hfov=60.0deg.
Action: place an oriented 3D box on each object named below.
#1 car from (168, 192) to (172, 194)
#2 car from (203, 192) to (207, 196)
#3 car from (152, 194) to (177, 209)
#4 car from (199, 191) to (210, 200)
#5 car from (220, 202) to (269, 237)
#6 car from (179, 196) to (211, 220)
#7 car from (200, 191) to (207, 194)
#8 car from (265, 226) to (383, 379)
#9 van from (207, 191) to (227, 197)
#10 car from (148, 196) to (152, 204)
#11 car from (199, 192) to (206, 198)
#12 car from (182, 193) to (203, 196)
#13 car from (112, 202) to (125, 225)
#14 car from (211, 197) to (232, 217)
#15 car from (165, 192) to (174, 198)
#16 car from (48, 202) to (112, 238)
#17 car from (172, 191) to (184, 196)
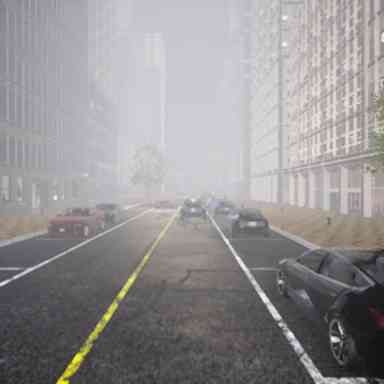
[{"bbox_3d":[-5.705,0.856,79.422,2.008,1.369,4.403,0,1,0],"label":"car"},{"bbox_3d":[2.685,1.111,39.567,1.967,1.590,4.097,0,1,0],"label":"car"},{"bbox_3d":[-3.102,1.247,38.082,1.994,1.385,4.181,0,0,0],"label":"car"},{"bbox_3d":[2.678,0.674,73.718,2.192,1.841,5.009,0,1,0],"label":"car"},{"bbox_3d":[2.689,1.429,16.799,1.947,1.339,4.313,0,0,0],"label":"car"},{"bbox_3d":[0.096,1.291,25.961,2.163,1.488,4.792,0,1,0],"label":"car"},{"bbox_3d":[2.681,0.780,62.333,2.192,1.841,5.009,0,1,0],"label":"car"},{"bbox_3d":[2.691,1.522,5.416,1.947,1.339,4.313,0,0,0],"label":"car"},{"bbox_3d":[2.686,1.061,33.875,1.690,1.788,3.998,0,0,0],"label":"van"},{"bbox_3d":[-5.699,1.096,50.790,1.752,1.417,4.829,0,1,0],"label":"car"},{"bbox_3d":[2.675,0.775,85.273,1.752,1.417,4.829,0,1,0],"label":"car"},{"bbox_3d":[0.087,1.218,41.469,1.994,1.385,4.181,0,1,0],"label":"car"},{"bbox_3d":[-5.693,1.383,22.498,1.947,1.339,4.313,0,0,0],"label":"car"},{"bbox_3d":[2.687,1.335,28.183,1.947,1.339,4.313,0,0,0],"label":"car"},{"bbox_3d":[-5.706,0.817,85.114,1.947,1.339,4.313,0,1,0],"label":"car"},{"bbox_3d":[-5.691,1.408,16.806,1.887,1.381,4.507,0,0,0],"label":"car"},{"bbox_3d":[-3.018,0.401,79.125,1.882,1.535,5.008,0,1,0],"label":"car"}]
